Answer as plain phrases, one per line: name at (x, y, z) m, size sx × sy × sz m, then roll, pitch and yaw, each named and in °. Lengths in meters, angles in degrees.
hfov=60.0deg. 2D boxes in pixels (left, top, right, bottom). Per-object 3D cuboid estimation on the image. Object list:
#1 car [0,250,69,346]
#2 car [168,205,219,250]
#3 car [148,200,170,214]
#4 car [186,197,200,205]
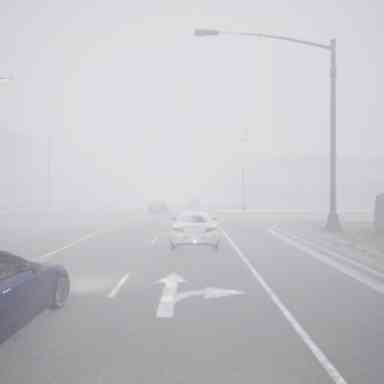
car at (-3.401, 1.534, 4.843) m, size 1.812 × 1.442 × 4.674 m, roll 0°, pitch 0°, yaw 0°
car at (0.107, 1.518, 14.180) m, size 1.812 × 1.442 × 4.674 m, roll 0°, pitch 0°, yaw 0°
car at (-3.396, 1.514, 34.347) m, size 1.994 × 1.385 × 4.181 m, roll 0°, pitch 0°, yaw 0°
car at (0.102, 1.470, 47.461) m, size 2.033 × 1.411 × 5.357 m, roll 0°, pitch 0°, yaw 0°
